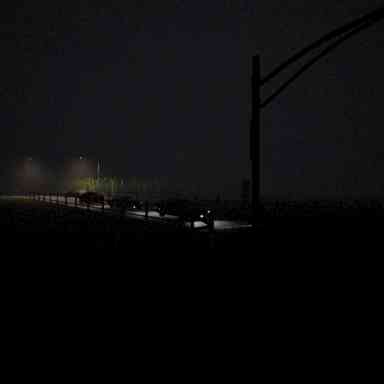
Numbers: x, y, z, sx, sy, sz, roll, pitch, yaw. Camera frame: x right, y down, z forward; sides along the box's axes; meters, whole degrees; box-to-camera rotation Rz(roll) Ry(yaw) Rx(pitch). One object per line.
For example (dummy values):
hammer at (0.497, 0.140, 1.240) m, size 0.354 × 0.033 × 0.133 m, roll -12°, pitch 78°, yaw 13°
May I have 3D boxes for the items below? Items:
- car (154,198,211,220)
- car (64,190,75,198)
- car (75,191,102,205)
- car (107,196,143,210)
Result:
car at (-0.854, 1.180, 24.355) m, size 2.033 × 1.411 × 5.357 m, roll 0°, pitch 1°, yaw -35°
car at (-22.508, 0.356, 62.019) m, size 1.882 × 1.535 × 5.008 m, roll 0°, pitch 1°, yaw -35°
car at (-12.444, 0.744, 41.067) m, size 1.882 × 1.535 × 5.008 m, roll 0°, pitch 1°, yaw -35°
car at (-6.586, 1.052, 32.610) m, size 1.895 × 1.301 × 4.718 m, roll 0°, pitch 1°, yaw -35°
